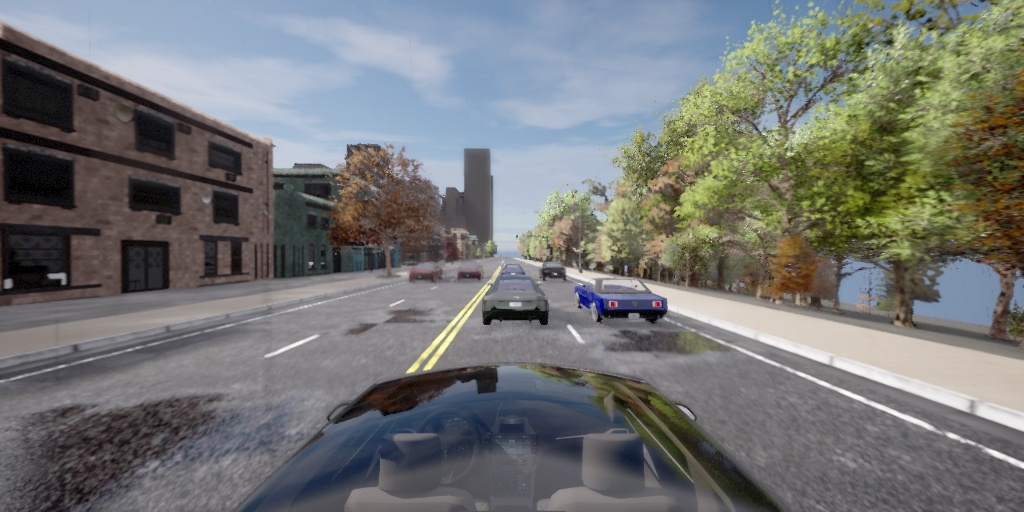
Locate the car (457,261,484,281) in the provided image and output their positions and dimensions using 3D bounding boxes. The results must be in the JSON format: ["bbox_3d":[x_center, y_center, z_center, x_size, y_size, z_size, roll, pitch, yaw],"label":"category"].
[{"bbox_3d":[-3.381,1.228,29.853,1.882,1.535,5.008,0,0,0],"label":"car"}]

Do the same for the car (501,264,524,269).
[{"bbox_3d":[0.072,1.314,29.173,1.994,1.385,4.181,0,0,0],"label":"car"}]

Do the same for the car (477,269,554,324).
[{"bbox_3d":[0.101,1.314,11.972,1.994,1.385,4.181,0,0,0],"label":"car"}]

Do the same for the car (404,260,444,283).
[{"bbox_3d":[-6.622,1.228,28.141,1.882,1.535,5.008,0,0,0],"label":"car"}]

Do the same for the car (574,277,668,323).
[{"bbox_3d":[3.350,1.351,12.057,1.895,1.301,4.718,0,0,0],"label":"car"}]

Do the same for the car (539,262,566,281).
[{"bbox_3d":[3.315,1.228,29.954,1.882,1.535,5.008,0,0,0],"label":"car"}]
